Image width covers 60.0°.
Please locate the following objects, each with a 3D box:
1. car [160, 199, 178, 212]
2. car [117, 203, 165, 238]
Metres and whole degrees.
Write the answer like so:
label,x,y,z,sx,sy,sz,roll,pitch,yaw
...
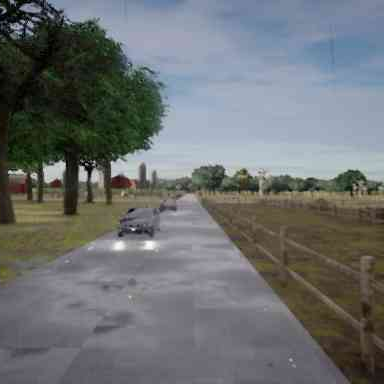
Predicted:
label,x,y,z,sx,sy,sz,roll,pitch,yaw
car,-2.776,1.635,40.673,1.882,1.535,5.008,0,0,0
car,-2.805,1.581,18.435,1.837,1.490,4.892,0,-1,0
